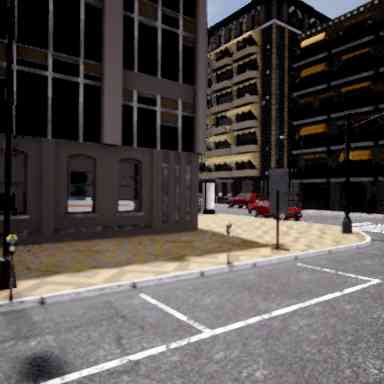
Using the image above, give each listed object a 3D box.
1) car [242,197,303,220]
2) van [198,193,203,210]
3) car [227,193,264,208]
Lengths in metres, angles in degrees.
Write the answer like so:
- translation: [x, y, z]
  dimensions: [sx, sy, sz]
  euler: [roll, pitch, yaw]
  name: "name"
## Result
- translation: [6.254, 1.336, 25.223]
  dimensions: [1.887, 1.381, 4.507]
  euler: [2, 0, -36]
  name: "car"
- translation: [-0.378, 0.957, 34.384]
  dimensions: [1.690, 1.788, 3.998]
  euler: [2, 0, -36]
  name: "van"
- translation: [6.403, 1.043, 39.308]
  dimensions: [2.192, 1.841, 5.009]
  euler: [2, 0, -36]
  name: "car"
